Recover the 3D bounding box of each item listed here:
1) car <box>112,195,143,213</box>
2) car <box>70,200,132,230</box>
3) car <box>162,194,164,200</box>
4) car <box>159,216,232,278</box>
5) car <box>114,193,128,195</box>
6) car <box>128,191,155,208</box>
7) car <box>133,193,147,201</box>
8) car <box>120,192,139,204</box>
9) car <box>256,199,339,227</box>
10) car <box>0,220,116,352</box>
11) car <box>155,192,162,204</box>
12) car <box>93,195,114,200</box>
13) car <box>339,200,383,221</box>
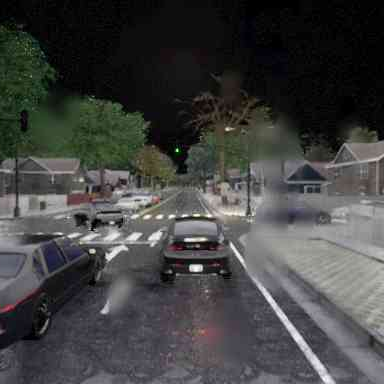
[{"bbox_3d":[-6.613,1.327,34.463,1.812,1.442,4.674,0,0,0],"label":"car"},{"bbox_3d":[-5.844,1.461,20.121,2.128,1.511,4.902,0,0,-37],"label":"car"},{"bbox_3d":[-6.544,0.871,64.249,1.837,1.490,4.892,0,1,0],"label":"car"},{"bbox_3d":[0.095,1.474,10.012,1.837,1.490,4.892,0,0,0],"label":"car"},{"bbox_3d":[-9.869,1.072,44.246,2.097,1.767,4.553,0,1,0],"label":"car"},{"bbox_3d":[-6.620,0.943,44.141,2.150,2.045,5.566,0,1,0],"label":"car"},{"bbox_3d":[-9.793,0.966,62.620,1.994,1.385,4.181,0,1,0],"label":"car"},{"bbox_3d":[-9.861,0.950,52.948,2.097,1.767,4.553,0,1,0],"label":"car"},{"bbox_3d":[6.409,1.224,20.795,4.553,1.767,2.097,-1,1,-18],"label":"car"},{"bbox_3d":[-3.155,1.532,6.392,2.033,1.411,5.357,0,0,0],"label":"car"},{"bbox_3d":[-6.606,0.930,54.030,2.097,1.767,4.553,0,1,0],"label":"car"},{"bbox_3d":[-9.872,1.357,35.558,1.994,1.385,4.181,0,0,0],"label":"car"},{"bbox_3d":[12.573,1.321,24.185,4.674,1.442,1.812,0,0,-2],"label":"car"}]
